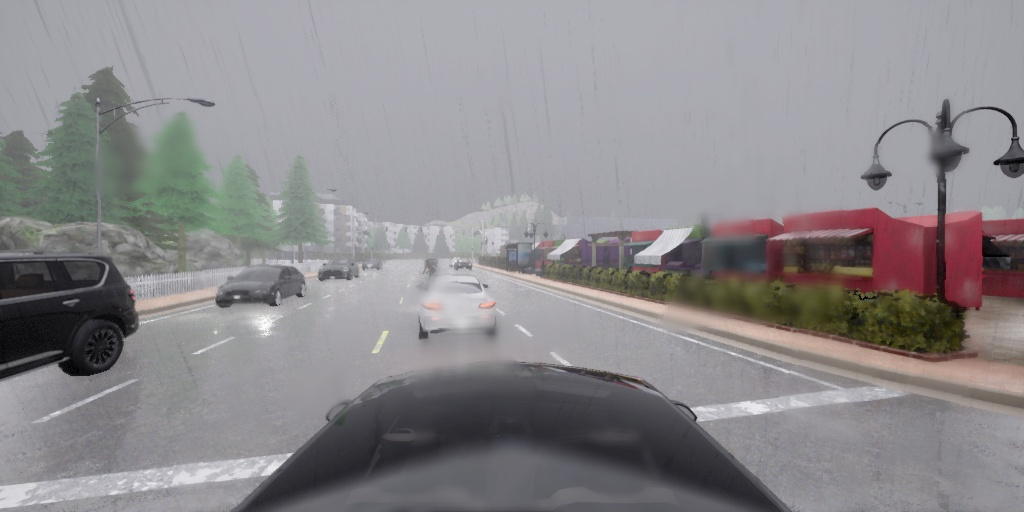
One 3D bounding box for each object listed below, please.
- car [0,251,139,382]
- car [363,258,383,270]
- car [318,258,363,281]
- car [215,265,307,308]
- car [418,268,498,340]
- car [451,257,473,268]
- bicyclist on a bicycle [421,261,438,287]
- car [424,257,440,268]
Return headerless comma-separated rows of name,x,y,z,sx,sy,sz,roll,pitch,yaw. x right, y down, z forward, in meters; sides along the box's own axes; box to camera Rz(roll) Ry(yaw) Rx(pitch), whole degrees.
car,-7.566,0.958,4.296,2.150,2.045,5.566,0,1,-13
car,-16.774,0.945,43.209,2.128,1.511,4.902,0,0,-13
car,-13.025,0.921,27.150,2.097,1.767,4.553,0,0,-13
car,-10.078,1.163,14.799,1.837,1.490,4.892,0,1,-13
car,-1.560,1.225,9.848,1.812,1.442,4.674,0,0,-13
car,-6.014,1.049,43.798,1.895,1.301,4.718,0,0,-13
bicyclist on a bicycle,-4.483,1.079,19.671,0.582,1.620,1.656,0,1,24
car,-11.309,0.900,50.810,1.837,1.490,4.892,0,0,-13
